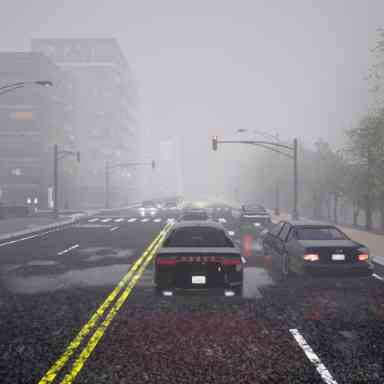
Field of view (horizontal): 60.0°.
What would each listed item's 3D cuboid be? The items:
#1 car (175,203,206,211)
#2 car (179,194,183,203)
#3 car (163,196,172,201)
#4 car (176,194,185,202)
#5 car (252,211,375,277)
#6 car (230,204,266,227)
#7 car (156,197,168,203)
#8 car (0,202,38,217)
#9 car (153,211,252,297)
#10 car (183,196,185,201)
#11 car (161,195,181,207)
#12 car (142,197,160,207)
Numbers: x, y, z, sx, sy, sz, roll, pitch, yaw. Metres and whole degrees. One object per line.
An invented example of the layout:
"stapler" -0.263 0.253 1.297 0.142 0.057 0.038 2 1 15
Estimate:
"car" 0.190 1.566 18.990 1.994 1.385 4.181 0 0 0
"car" -3.043 1.526 59.953 1.837 1.490 4.892 0 0 0
"car" -6.106 1.587 82.757 1.994 1.385 4.181 0 0 0
"car" -2.861 1.393 81.519 2.097 1.767 4.553 0 0 0
"car" 3.395 1.548 10.158 2.033 1.411 5.357 0 0 1
"car" 3.443 1.494 19.900 2.128 1.511 4.902 0 0 0
"car" -6.172 1.629 69.017 1.895 1.301 4.718 0 0 0
"car" -18.182 1.723 33.577 4.902 1.511 2.128 -1 0 -1
"car" 0.140 1.478 8.650 1.882 1.535 5.008 0 0 0
"car" -2.919 1.593 69.556 1.994 1.385 4.181 0 0 0
"car" -3.104 1.562 50.354 2.033 1.411 5.357 0 0 0
"car" -6.354 1.615 50.115 1.895 1.301 4.718 0 0 0
